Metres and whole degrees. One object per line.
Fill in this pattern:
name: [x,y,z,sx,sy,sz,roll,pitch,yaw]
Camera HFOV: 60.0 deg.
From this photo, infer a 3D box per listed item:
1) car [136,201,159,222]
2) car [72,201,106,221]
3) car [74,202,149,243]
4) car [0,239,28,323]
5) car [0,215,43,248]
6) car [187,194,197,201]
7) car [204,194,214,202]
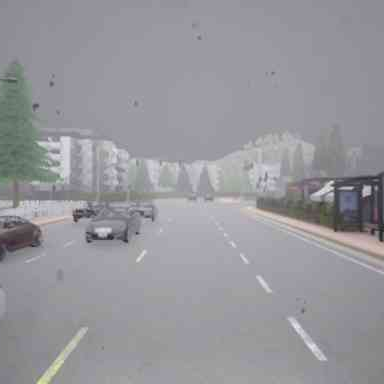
car: [-3.521,1.310,24.060,1.994,1.385,4.181,0,0,0]
car: [-7.021,1.354,24.027,1.895,1.301,4.718,0,0,0]
car: [-3.595,1.459,15.866,2.128,1.511,4.902,0,0,0]
car: [-3.596,1.520,3.044,1.812,1.442,4.674,0,0,0]
car: [-7.101,1.542,11.927,1.994,1.385,4.181,0,0,0]
car: [0.049,1.235,70.632,1.837,1.490,4.892,0,0,-2]
car: [3.551,1.208,70.635,1.882,1.535,5.008,0,0,-2]
